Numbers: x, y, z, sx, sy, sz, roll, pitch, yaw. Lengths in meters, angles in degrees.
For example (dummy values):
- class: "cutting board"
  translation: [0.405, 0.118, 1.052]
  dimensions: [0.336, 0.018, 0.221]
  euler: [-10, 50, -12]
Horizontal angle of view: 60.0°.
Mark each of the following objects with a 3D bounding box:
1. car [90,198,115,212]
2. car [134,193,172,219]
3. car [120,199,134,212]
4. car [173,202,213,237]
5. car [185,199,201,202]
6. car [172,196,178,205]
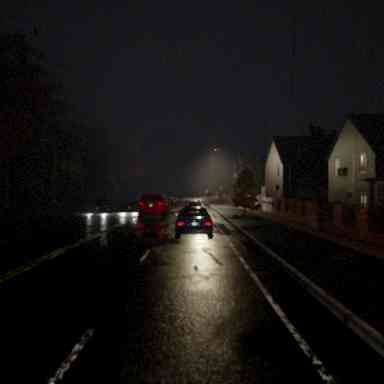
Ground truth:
- class: "car"
  translation: [-9.750, 1.410, 36.512]
  dimensions: [1.837, 1.490, 4.892]
  euler: [0, 0, 0]
- class: "car"
  translation: [-3.150, 1.110, 28.107]
  dimensions: [2.150, 2.045, 5.566]
  euler: [0, 0, 0]
- class: "car"
  translation: [-6.501, 1.420, 36.358]
  dimensions: [1.994, 1.385, 4.181]
  euler: [0, 0, 0]
- class: "car"
  translation: [0.102, 1.482, 17.427]
  dimensions: [2.033, 1.411, 5.357]
  euler: [0, 0, 0]
- class: "car"
  translation: [0.101, 1.434, 39.630]
  dimensions: [1.895, 1.301, 4.718]
  euler: [0, 0, 0]
- class: "car"
  translation: [-3.148, 1.333, 49.021]
  dimensions: [2.033, 1.411, 5.357]
  euler: [0, 0, 0]
